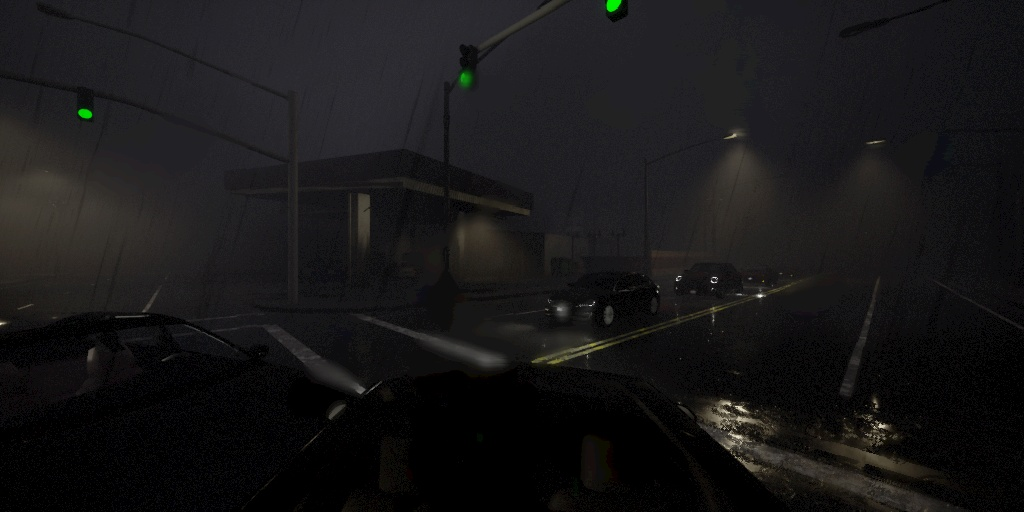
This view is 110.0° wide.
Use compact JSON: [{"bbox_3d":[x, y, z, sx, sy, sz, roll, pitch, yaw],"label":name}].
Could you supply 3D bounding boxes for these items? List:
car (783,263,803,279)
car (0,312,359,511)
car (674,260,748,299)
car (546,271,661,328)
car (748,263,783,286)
[{"bbox_3d":[24.432,1.314,32.009,4.181,1.385,1.994,0,0,-43],"label":"car"},{"bbox_3d":[-3.368,1.242,2.739,4.902,1.511,2.128,0,0,16],"label":"car"},{"bbox_3d":[10.092,1.102,18.333,4.553,1.767,2.097,0,0,-44],"label":"car"},{"bbox_3d":[3.115,1.255,11.627,4.892,1.490,1.837,0,0,-44],"label":"car"},{"bbox_3d":[17.157,1.314,25.102,4.181,1.385,1.994,0,0,-45],"label":"car"}]
